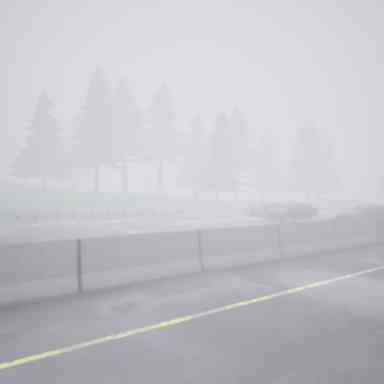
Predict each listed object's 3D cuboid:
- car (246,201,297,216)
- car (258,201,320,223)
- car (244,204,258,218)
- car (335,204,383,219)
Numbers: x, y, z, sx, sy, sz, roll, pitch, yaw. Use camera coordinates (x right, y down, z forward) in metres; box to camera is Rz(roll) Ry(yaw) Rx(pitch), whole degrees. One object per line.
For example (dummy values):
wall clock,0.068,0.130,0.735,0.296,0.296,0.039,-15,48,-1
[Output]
car,8.349,1.659,34.820,5.357,1.411,2.033,0,0,-31
car,7.956,1.569,26.346,5.008,1.535,1.882,0,0,-32
car,6.855,1.586,29.779,4.902,1.511,2.128,0,0,-32
car,13.382,1.664,25.592,5.357,1.411,2.033,0,0,-31
